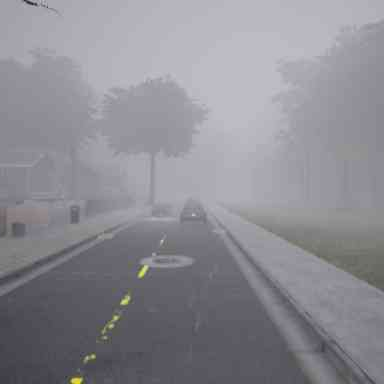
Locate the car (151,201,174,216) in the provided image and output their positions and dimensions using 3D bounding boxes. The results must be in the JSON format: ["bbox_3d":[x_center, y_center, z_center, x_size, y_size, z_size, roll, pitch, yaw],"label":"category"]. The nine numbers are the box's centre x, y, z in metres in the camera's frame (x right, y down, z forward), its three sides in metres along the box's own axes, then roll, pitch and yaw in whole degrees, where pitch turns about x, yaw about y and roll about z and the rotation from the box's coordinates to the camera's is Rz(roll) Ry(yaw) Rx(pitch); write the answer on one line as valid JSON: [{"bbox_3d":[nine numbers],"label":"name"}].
[{"bbox_3d":[-2.743,1.588,31.882,2.033,1.411,5.357,0,0,0],"label":"car"}]

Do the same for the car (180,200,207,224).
[{"bbox_3d":[0.106,1.547,24.918,1.994,1.385,4.181,0,0,0],"label":"car"}]

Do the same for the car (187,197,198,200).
[{"bbox_3d":[0.109,1.464,42.818,1.837,1.490,4.892,0,0,0],"label":"car"}]
